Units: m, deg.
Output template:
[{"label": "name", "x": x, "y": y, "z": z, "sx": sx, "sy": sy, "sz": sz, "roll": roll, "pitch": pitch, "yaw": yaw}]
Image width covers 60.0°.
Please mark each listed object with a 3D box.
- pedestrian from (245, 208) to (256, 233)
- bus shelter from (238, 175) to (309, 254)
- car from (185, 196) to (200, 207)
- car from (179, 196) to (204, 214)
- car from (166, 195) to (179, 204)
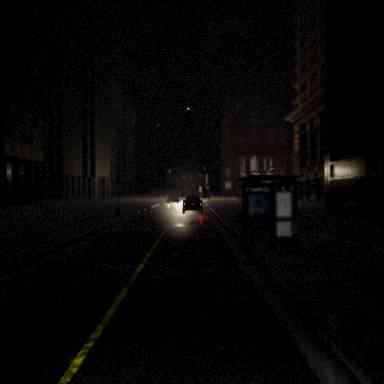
[{"label": "pedestrian", "x": 2.807, "y": 1.058, "z": 16.070, "sx": 0.375, "sy": 1.860, "sz": 0.375, "roll": 1, "pitch": 0, "yaw": -10}, {"label": "bus shelter", "x": 3.122, "y": 0.806, "z": 13.568, "sx": 1.920, "sy": 2.740, "sz": 3.880, "roll": 0, "pitch": 0, "yaw": 0}, {"label": "car", "x": 0.050, "y": 1.308, "z": 45.567, "sx": 1.994, "sy": 1.385, "sz": 4.181, "roll": 0, "pitch": 0, "yaw": 1}, {"label": "car", "x": 0.078, "y": 1.169, "z": 33.481, "sx": 2.097, "sy": 1.767, "sz": 4.553, "roll": 0, "pitch": 0, "yaw": 0}, {"label": "car", "x": -3.075, "y": 1.250, "z": 54.273, "sx": 1.994, "sy": 1.385, "sz": 4.181, "roll": 0, "pitch": 0, "yaw": 0}]
